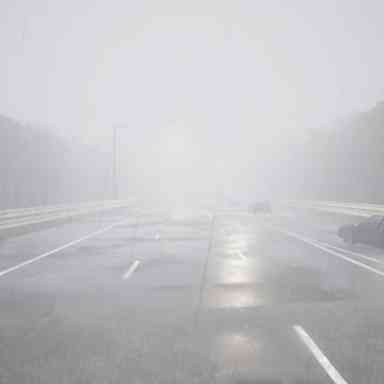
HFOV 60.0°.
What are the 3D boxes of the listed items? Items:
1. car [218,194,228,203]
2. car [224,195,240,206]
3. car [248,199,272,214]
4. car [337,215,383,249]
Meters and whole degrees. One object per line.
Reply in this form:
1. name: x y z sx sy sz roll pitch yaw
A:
1. car: 7.147 1.394 75.183 2.150 2.045 5.566 0 -1 0
2. car: 7.065 1.610 57.270 1.994 1.385 4.181 0 0 0
3. car: 7.013 1.492 34.658 2.128 1.511 4.902 0 0 0
4. car: 7.695 1.557 12.580 2.033 1.411 5.357 0 0 -6
